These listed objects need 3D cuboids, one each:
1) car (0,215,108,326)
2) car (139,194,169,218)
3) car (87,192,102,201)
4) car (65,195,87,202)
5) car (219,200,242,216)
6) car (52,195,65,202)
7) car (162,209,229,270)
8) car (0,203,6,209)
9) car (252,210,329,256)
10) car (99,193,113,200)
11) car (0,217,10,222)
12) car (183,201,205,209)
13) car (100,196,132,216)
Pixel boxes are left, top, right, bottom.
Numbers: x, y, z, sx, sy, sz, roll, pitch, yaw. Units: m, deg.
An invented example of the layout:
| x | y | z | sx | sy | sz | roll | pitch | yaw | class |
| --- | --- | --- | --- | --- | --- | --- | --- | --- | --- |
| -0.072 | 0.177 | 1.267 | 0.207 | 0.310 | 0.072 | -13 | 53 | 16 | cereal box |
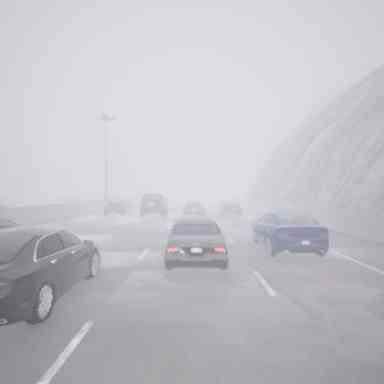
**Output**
| x | y | z | sx | sy | sz | roll | pitch | yaw | class |
| --- | --- | --- | --- | --- | --- | --- | --- | --- | --- |
| -3.402 | 1.489 | 7.075 | 1.837 | 1.490 | 4.892 | 0 | 1 | 0 | car |
| -3.327 | 1.158 | 29.910 | 2.150 | 2.045 | 5.566 | 0 | 0 | 0 | car |
| -20.495 | 1.053 | 70.569 | 2.150 | 2.045 | 5.566 | 0 | 0 | 3 | car |
| -24.080 | 1.352 | 69.168 | 1.812 | 1.442 | 4.674 | 0 | 0 | 2 | car |
| 3.665 | 1.464 | 31.853 | 1.812 | 1.442 | 4.674 | 0 | 0 | 0 | car |
| -27.571 | 1.346 | 69.420 | 2.128 | 1.511 | 4.902 | 0 | 0 | 2 | car |
| 0.121 | 1.525 | 10.946 | 2.033 | 1.411 | 5.357 | 0 | 0 | 0 | car |
| -17.528 | 1.454 | 27.974 | 1.812 | 1.442 | 4.674 | 0 | 0 | 0 | car |
| 3.626 | 1.454 | 13.033 | 1.882 | 1.535 | 5.008 | 0 | 0 | 0 | car |
| -17.081 | 1.393 | 69.081 | 1.994 | 1.385 | 4.181 | 0 | 0 | 3 | car |
| -6.880 | 1.519 | 10.886 | 2.033 | 1.411 | 5.357 | 0 | 0 | 0 | car |
| 0.175 | 1.500 | 31.360 | 1.994 | 1.385 | 4.181 | 0 | 0 | 0 | car |
| -6.826 | 1.436 | 30.939 | 1.837 | 1.490 | 4.892 | 0 | 0 | 0 | car |
